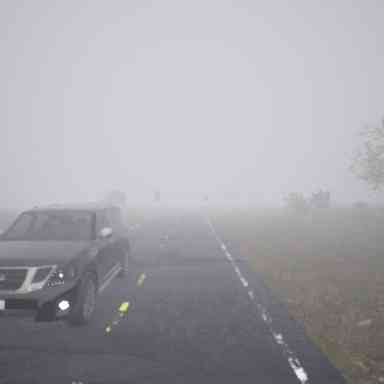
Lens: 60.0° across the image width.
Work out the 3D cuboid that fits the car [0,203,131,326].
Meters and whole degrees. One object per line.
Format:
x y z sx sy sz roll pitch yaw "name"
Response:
-2.848 1.307 7.579 2.150 2.045 5.566 0 -1 0 "car"
